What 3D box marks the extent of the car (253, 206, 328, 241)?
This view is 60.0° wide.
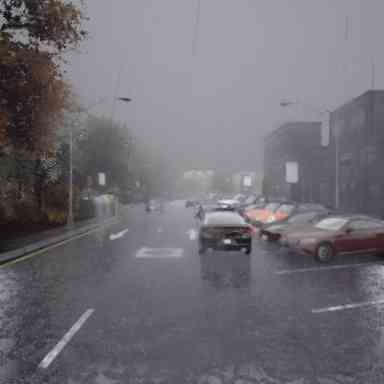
[{"bbox_3d":[5.297,1.527,14.761,4.792,1.488,2.163,1,0,-20],"label":"car"}]

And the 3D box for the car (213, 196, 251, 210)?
[{"bbox_3d":[5.420,1.452,44.789,4.553,1.767,2.185,1,-1,-20],"label":"car"}]

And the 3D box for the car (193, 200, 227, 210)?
[{"bbox_3d":[1.206,1.533,23.496,1.837,1.490,4.892,0,0,0],"label":"car"}]

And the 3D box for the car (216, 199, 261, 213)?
[{"bbox_3d":[5.400,1.584,38.773,4.792,1.488,2.163,1,0,-20],"label":"car"}]

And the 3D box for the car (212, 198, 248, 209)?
[{"bbox_3d":[5.464,1.630,47.797,4.674,1.452,2.002,1,0,-20],"label":"car"}]

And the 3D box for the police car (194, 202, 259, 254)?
[{"bbox_3d":[1.176,1.436,13.605,1.930,1.638,5.238,0,0,0],"label":"police car"}]

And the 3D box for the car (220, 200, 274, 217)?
[{"bbox_3d":[5.370,1.565,32.772,4.792,1.488,2.163,1,0,-20],"label":"car"}]

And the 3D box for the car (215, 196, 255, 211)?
[{"bbox_3d":[5.408,1.440,41.788,4.553,1.767,2.185,1,-1,-20],"label":"car"}]

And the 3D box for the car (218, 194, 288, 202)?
[{"bbox_3d":[5.361,1.268,26.757,5.566,2.045,2.435,1,0,-20],"label":"car"}]

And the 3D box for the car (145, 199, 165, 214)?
[{"bbox_3d":[-3.998,1.553,36.639,2.128,1.511,4.902,0,0,0],"label":"car"}]

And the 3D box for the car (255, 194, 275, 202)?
[{"bbox_3d":[18.513,1.516,84.817,2.435,2.045,5.566,0,0,-21],"label":"car"}]

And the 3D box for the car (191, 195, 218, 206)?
[{"bbox_3d":[1.228,1.392,29.466,2.097,1.767,4.553,0,0,0],"label":"car"}]

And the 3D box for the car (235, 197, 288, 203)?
[{"bbox_3d":[5.379,1.382,20.783,4.553,1.767,2.185,1,0,-20],"label":"car"}]

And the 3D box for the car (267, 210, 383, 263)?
[{"bbox_3d":[5.319,1.535,11.770,4.674,1.452,2.002,1,0,-20],"label":"car"}]

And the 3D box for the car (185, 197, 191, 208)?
[{"bbox_3d":[0.104,1.464,49.853,2.097,1.767,4.553,0,0,0],"label":"car"}]

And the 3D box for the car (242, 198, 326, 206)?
[{"bbox_3d":[5.367,1.377,17.781,4.553,1.767,2.185,1,0,-20],"label":"car"}]

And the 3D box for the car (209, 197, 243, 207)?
[{"bbox_3d":[5.474,1.617,53.809,5.008,1.535,2.097,1,-1,-20],"label":"car"}]

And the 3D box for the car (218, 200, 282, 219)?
[{"bbox_3d":[5.210,1.522,29.715,5.366,1.575,1.946,1,0,-20],"label":"car"}]
